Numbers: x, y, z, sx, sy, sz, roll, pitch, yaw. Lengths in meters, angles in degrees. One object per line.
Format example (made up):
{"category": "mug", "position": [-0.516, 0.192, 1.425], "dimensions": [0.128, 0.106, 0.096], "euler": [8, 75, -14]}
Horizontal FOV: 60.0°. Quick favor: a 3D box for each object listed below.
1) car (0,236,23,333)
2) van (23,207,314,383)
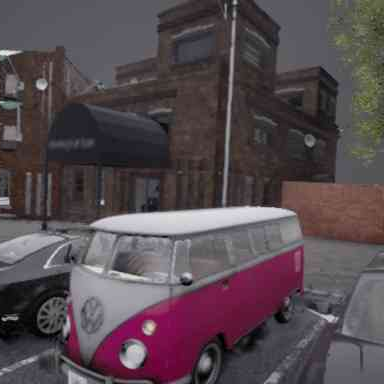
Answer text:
{"category": "car", "position": [-2.035, 1.458, 6.727], "dimensions": [2.231, 1.521, 4.892], "euler": [1, 1, 35]}
{"category": "van", "position": [0.187, 1.254, 5.005], "dimensions": [1.878, 1.987, 4.442], "euler": [0, 0, 36]}
